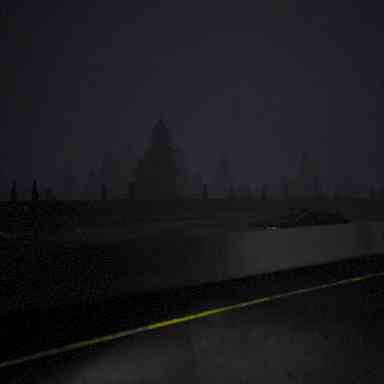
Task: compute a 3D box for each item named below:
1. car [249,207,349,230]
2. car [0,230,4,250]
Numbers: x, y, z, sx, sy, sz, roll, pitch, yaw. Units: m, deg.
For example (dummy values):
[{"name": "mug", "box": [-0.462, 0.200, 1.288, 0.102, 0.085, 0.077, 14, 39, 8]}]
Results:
[{"name": "car", "box": [4.758, 1.447, 14.680, 4.902, 1.511, 2.128, 0, 0, -27]}, {"name": "car", "box": [-8.436, 1.524, 10.670, 4.181, 1.385, 1.994, 0, 0, -35]}]
